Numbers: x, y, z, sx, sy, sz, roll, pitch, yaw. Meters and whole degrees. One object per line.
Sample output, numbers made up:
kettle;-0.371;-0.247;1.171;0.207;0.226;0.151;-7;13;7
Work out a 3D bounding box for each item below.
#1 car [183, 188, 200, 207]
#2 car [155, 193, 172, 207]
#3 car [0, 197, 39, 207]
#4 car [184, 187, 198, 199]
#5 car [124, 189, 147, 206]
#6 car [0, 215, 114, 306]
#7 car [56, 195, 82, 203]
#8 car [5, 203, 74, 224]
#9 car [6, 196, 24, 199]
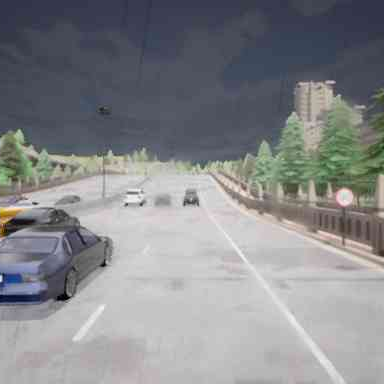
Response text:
car;-0.105;0.775;42.034;2.097;1.767;4.553;0;4;0
car;-3.604;0.944;41.781;1.837;1.490;4.892;0;4;0
car;-14.075;1.459;28.206;1.812;1.442;4.674;0;1;0
car;-0.160;0.134;52.100;2.033;1.411;5.357;0;6;0
car;-7.104;0.635;42.163;2.150;2.045;5.566;0;4;0
car;-3.400;1.532;8.245;2.033;1.411;5.357;0;0;0
car;-14.092;1.138;38.249;1.837;1.490;4.892;0;3;0
car;-6.898;1.475;15.790;1.837;1.490;4.892;0;0;0
car;-17.554;1.420;32.403;1.994;1.385;4.181;0;2;0
